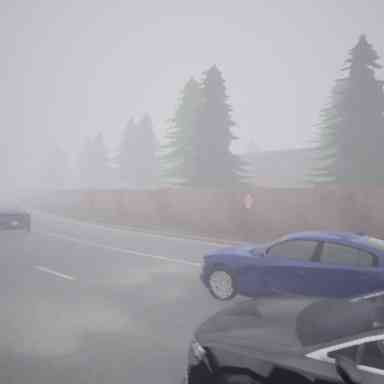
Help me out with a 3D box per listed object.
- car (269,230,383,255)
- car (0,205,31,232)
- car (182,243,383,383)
[{"bbox_3d":[2.454,1.516,6.687,5.008,1.535,1.882,0,0,37],"label":"car"},{"bbox_3d":[-10.782,1.451,19.009,1.882,1.535,5.008,0,0,-42],"label":"car"},{"bbox_3d":[2.166,1.517,2.564,4.902,1.511,2.128,0,0,35],"label":"car"}]
